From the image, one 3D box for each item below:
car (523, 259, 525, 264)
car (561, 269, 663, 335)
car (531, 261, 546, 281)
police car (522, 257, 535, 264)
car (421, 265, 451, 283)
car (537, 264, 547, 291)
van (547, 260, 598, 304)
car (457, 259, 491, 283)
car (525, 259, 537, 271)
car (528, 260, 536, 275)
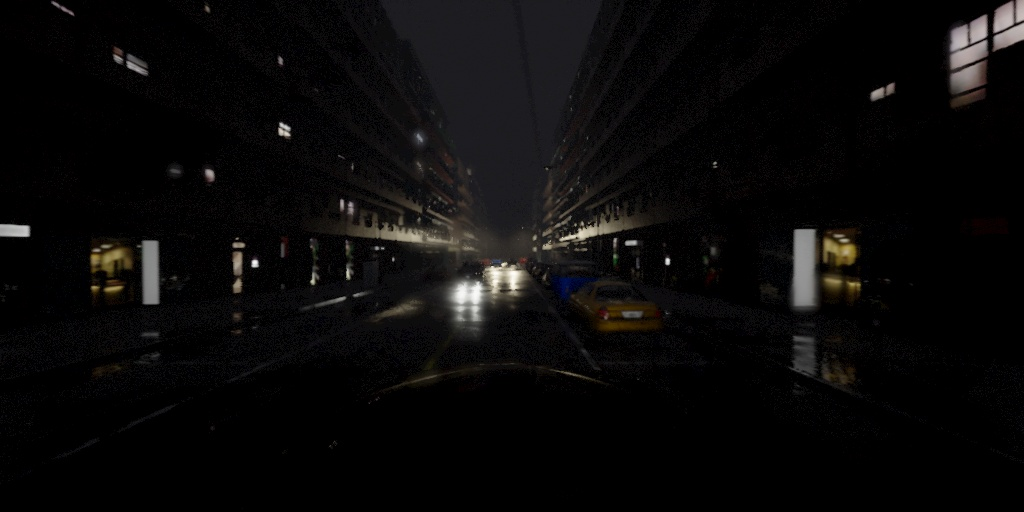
[{"bbox_3d":[2.704,1.313,44.254,1.802,1.307,4.207,0,0,0],"label":"car"},{"bbox_3d":[2.693,1.268,10.315,1.751,1.417,4.829,0,0,0],"label":"car"},{"bbox_3d":[2.699,1.299,27.199,1.948,1.339,4.313,0,0,0],"label":"car"},{"bbox_3d":[3.019,1.159,56.285,1.930,1.638,5.238,0,0,0],"label":"police car"},{"bbox_3d":[-5.682,1.315,27.205,1.802,1.307,4.207,0,0,0],"label":"car"},{"bbox_3d":[2.697,1.317,21.515,1.802,1.307,4.207,0,0,0],"label":"car"},{"bbox_3d":[2.695,1.079,15.830,1.690,1.789,3.998,0,0,0],"label":"van"},{"bbox_3d":[-3.086,1.224,27.758,2.128,1.511,4.902,0,0,0],"label":"car"},{"bbox_3d":[2.702,1.276,38.569,1.888,1.381,4.507,0,0,0],"label":"car"},{"bbox_3d":[2.700,1.313,32.884,1.802,1.307,4.207,0,0,0],"label":"car"}]
